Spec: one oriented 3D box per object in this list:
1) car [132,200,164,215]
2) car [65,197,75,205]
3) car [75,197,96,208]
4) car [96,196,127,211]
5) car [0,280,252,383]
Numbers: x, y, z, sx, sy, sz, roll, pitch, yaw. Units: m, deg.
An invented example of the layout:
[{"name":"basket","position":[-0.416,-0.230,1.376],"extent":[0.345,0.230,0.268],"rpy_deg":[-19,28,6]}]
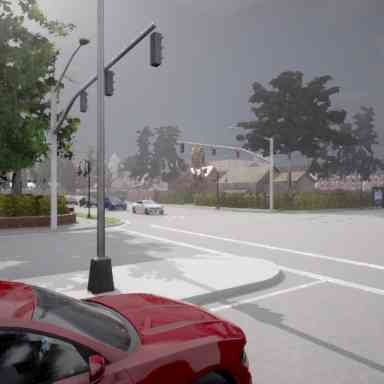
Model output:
[{"name":"car","position":[-4.647,1.526,34.364],"extent":[1.812,1.442,4.674],"rpy_deg":[0,0,-35]},{"name":"car","position":[-21.047,1.564,57.083],"extent":[1.994,1.385,4.181],"rpy_deg":[0,0,-34]},{"name":"car","position":[-15.248,1.505,49.021],"extent":[1.837,1.490,4.892],"rpy_deg":[0,0,-36]},{"name":"car","position":[-9.855,1.352,41.567],"extent":[2.097,1.767,4.553],"rpy_deg":[0,0,-36]},{"name":"car","position":[-1.717,1.478,2.544],"extent":[5.008,1.535,1.882],"rpy_deg":[0,0,-35]}]
